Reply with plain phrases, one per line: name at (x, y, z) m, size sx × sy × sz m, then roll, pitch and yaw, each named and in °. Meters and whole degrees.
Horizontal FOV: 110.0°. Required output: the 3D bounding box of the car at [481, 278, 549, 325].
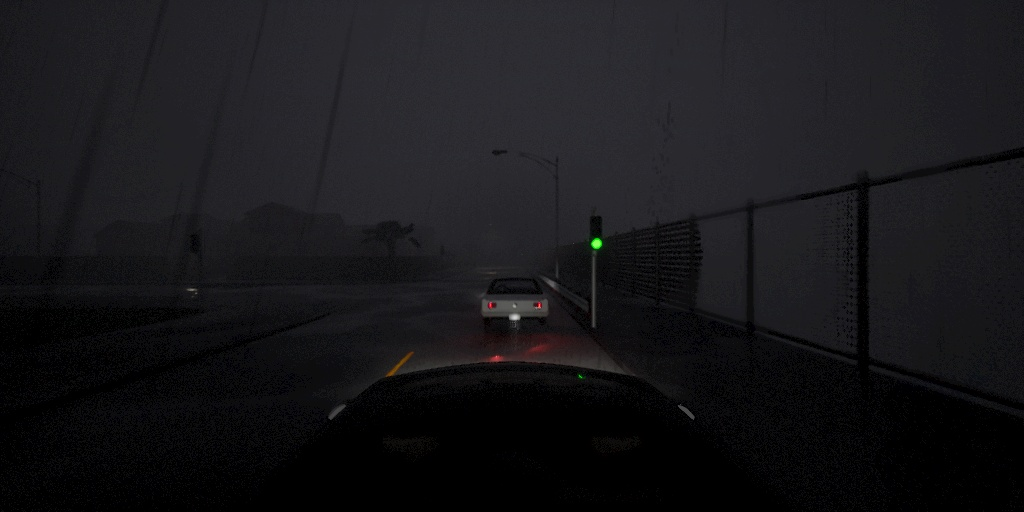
car at (0.083, 1.364, 11.908) m, size 1.895 × 1.301 × 4.718 m, roll 0°, pitch 0°, yaw 0°

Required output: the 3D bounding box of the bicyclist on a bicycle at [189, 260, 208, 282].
bicyclist on a bicycle at (-24.081, 1.132, 27.527) m, size 0.582 × 1.620 × 1.656 m, roll 0°, pitch 0°, yaw 0°
